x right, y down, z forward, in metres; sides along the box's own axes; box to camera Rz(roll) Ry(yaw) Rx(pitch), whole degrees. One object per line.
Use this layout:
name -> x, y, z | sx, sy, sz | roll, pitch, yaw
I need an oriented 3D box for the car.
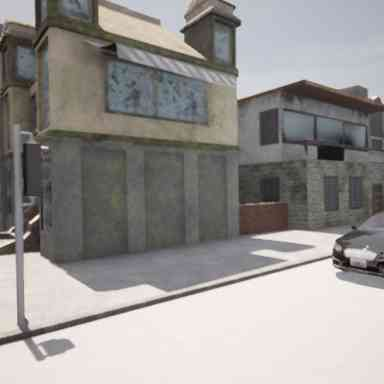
car -> 5.706, 1.293, 9.020 | 4.902, 1.511, 2.128 | -2, 1, -37
